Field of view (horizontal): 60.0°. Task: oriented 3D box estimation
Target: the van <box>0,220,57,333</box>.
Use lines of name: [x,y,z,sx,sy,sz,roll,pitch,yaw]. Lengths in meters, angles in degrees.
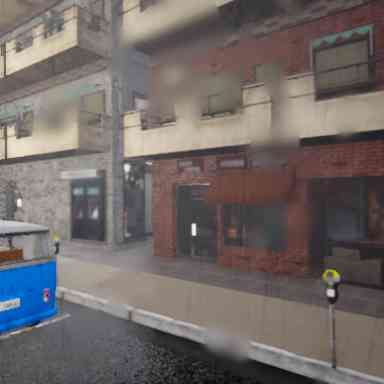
van: [-4.040,1.334,5.729,3.998,1.788,1.690,0,-1,35]
